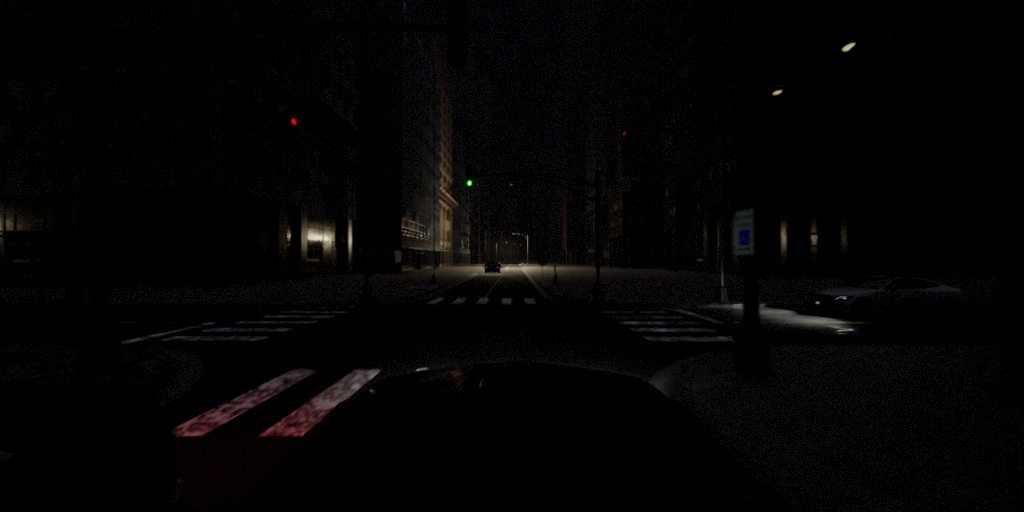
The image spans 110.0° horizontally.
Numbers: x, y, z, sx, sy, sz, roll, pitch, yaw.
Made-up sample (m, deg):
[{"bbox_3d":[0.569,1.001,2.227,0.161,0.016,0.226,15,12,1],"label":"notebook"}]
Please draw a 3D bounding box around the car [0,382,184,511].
[{"bbox_3d":[-3.002,1.235,0.164,2.128,1.511,4.902,0,-1,0],"label":"car"}]

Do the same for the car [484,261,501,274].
[{"bbox_3d":[-2.698,1.530,50.341,2.097,1.767,4.553,0,0,0],"label":"car"}]

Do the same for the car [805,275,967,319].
[{"bbox_3d":[13.280,1.394,12.842,4.674,1.442,1.812,0,-1,0],"label":"car"}]
